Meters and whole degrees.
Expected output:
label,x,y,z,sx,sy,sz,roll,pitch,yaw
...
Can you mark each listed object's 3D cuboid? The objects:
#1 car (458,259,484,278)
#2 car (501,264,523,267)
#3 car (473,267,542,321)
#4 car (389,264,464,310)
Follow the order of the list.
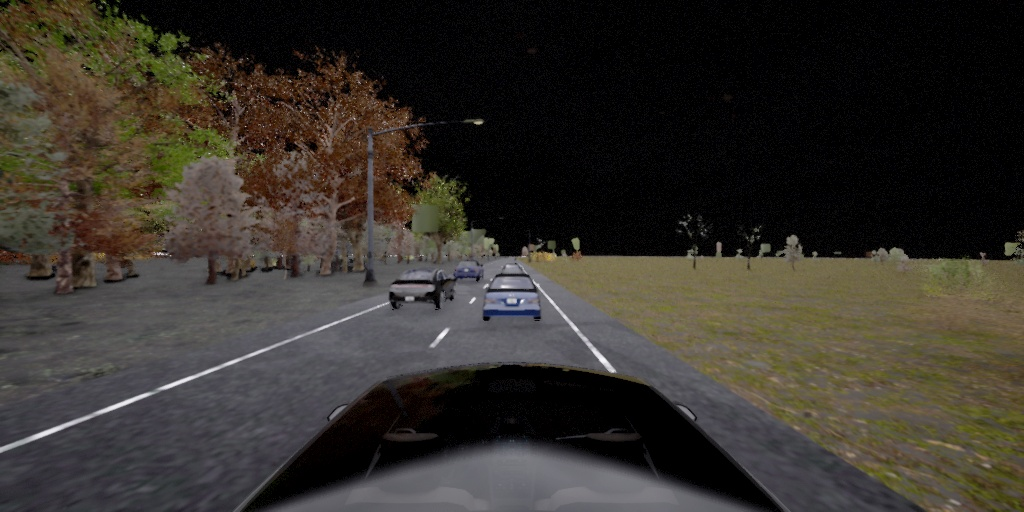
label,x,y,z,sx,sy,sz,roll,pitch,yaw
car,-3.484,1.103,29.574,2.097,1.767,4.553,0,0,0
car,0.018,1.317,29.919,1.994,1.385,4.181,0,0,0
car,0.016,1.298,12.480,2.033,1.411,5.357,0,0,1
car,-3.468,1.242,14.633,2.128,1.511,4.902,0,0,0
